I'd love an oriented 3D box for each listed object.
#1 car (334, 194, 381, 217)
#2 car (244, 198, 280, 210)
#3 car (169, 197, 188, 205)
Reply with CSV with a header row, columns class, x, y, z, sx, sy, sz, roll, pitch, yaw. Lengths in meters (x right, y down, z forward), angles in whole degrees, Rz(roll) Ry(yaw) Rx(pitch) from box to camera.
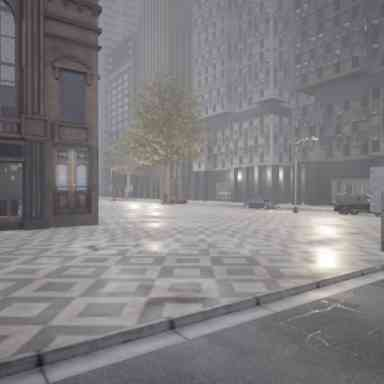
class,x,y,z,sx,sy,sz,roll,pitch,yaw
car,15.756,1.199,30.235,2.150,2.045,5.566,0,0,-36
car,8.412,1.461,40.490,1.837,1.490,4.892,0,0,-36
car,-2.645,1.527,56.054,1.895,1.301,4.718,0,0,-35
